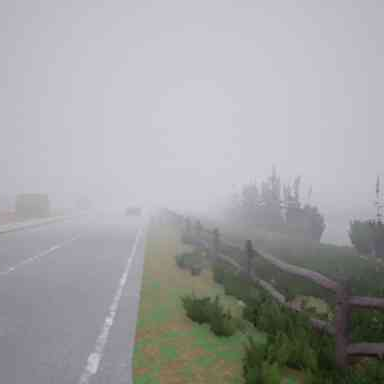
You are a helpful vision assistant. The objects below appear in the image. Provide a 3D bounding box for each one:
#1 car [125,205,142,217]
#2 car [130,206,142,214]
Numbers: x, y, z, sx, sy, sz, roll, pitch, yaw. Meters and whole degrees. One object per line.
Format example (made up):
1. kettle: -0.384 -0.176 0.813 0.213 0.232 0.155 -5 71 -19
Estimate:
1. car: -8.127 2.594 45.895 1.882 1.535 5.008 2 -2 -7
2. car: -9.379 2.982 55.931 1.895 1.301 4.718 2 -2 -7
